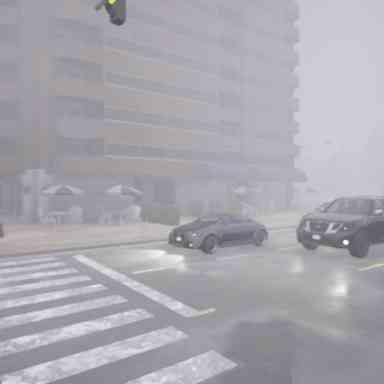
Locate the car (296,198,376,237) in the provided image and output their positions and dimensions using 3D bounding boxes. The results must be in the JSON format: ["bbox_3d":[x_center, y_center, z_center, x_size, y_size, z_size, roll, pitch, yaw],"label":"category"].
[{"bbox_3d":[8.029,1.284,18.425,4.553,1.767,2.097,0,0,-37],"label":"car"}]

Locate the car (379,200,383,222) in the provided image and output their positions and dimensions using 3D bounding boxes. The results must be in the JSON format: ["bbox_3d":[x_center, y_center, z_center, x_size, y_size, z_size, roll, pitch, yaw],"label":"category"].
[{"bbox_3d":[15.709,1.395,25.382,1.837,1.490,4.892,0,0,37],"label":"car"}]

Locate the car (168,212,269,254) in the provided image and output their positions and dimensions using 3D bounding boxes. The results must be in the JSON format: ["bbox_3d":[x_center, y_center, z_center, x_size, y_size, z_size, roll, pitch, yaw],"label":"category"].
[{"bbox_3d":[1.131,1.530,13.378,4.181,1.385,1.994,0,0,-36],"label":"car"}]

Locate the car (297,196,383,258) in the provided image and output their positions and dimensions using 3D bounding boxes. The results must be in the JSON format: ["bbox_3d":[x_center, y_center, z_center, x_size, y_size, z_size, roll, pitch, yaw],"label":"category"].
[{"bbox_3d":[6.503,1.171,12.887,5.566,2.045,2.150,0,0,-35],"label":"car"}]
